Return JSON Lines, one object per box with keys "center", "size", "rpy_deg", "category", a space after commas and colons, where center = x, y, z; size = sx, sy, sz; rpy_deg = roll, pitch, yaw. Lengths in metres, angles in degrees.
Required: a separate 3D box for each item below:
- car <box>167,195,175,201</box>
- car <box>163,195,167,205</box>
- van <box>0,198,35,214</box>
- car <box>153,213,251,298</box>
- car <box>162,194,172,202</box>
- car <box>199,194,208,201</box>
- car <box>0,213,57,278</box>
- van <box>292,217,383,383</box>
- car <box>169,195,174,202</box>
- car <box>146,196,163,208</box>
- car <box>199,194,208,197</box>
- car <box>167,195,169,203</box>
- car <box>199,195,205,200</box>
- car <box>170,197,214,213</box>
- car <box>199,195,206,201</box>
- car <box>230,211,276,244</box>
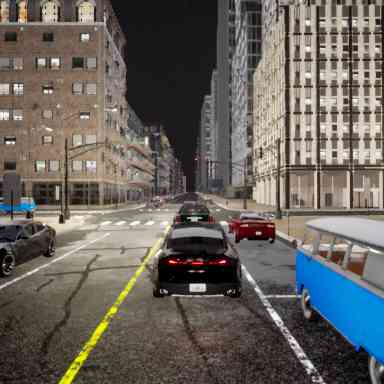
{"center": [-5.604, 1.475, 87.629], "size": [1.752, 1.417, 4.829], "rpy_deg": [1, 0, 0], "category": "car"}
{"center": [-5.632, 1.426, 53.890], "size": [1.967, 1.590, 4.097], "rpy_deg": [1, 0, 0], "category": "car"}
{"center": [-19.704, 1.525, 37.120], "size": [3.998, 1.788, 1.690], "rpy_deg": [0, 0, 1], "category": "van"}
{"center": [0.108, 1.506, 8.515], "size": [1.837, 1.490, 4.892], "rpy_deg": [0, 0, 0], "category": "car"}
{"center": [-5.612, 1.402, 76.495], "size": [1.967, 1.590, 4.097], "rpy_deg": [1, 0, 0], "category": "car"}
{"center": [2.773, 1.396, 82.139], "size": [1.967, 1.590, 4.097], "rpy_deg": [1, 0, 0], "category": "car"}
{"center": [-5.673, 1.567, 10.222], "size": [1.947, 1.339, 4.313], "rpy_deg": [1, 0, 0], "category": "car"}
{"center": [2.705, 1.342, 4.632], "size": [1.690, 1.788, 3.998], "rpy_deg": [1, 0, 0], "category": "van"}
{"center": [-5.619, 1.519, 70.843], "size": [2.008, 1.369, 4.403], "rpy_deg": [1, 0, 0], "category": "car"}
{"center": [-5.640, 1.573, 48.237], "size": [1.802, 1.307, 4.206], "rpy_deg": [1, 0, 0], "category": "car"}
{"center": [2.751, 1.531, 59.532], "size": [2.008, 1.369, 4.403], "rpy_deg": [1, 0, 0], "category": "car"}
{"center": [-5.629, 1.562, 59.541], "size": [1.802, 1.307, 4.206], "rpy_deg": [1, 0, 0], "category": "car"}
{"center": [2.780, 1.524, 93.441], "size": [1.802, 1.307, 4.206], "rpy_deg": [1, 0, 0], "category": "car"}
{"center": [0.086, 1.352, 17.608], "size": [2.097, 1.767, 4.553], "rpy_deg": [0, 0, -1], "category": "car"}
{"center": [2.777, 1.475, 87.960], "size": [1.752, 1.417, 4.829], "rpy_deg": [1, 0, 0], "category": "car"}
{"center": [2.713, 1.545, 15.786], "size": [1.887, 1.381, 4.507], "rpy_deg": [1, 0, 0], "category": "car"}
